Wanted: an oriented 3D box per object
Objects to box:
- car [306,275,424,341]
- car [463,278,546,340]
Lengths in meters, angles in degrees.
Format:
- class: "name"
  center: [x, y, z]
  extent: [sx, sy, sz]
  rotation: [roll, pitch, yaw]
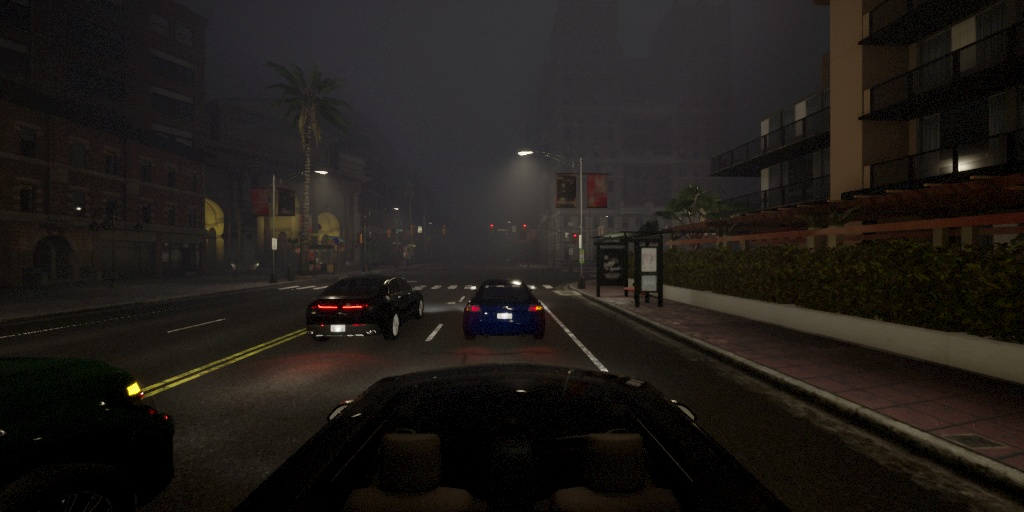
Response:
- class: "car"
  center: [-3.724, 1.255, 9.871]
  extent: [1.837, 1.490, 4.892]
  rotation: [0, 0, -3]
- class: "car"
  center: [-0.235, 1.314, 10.027]
  extent: [1.994, 1.385, 4.181]
  rotation: [0, 0, -2]
